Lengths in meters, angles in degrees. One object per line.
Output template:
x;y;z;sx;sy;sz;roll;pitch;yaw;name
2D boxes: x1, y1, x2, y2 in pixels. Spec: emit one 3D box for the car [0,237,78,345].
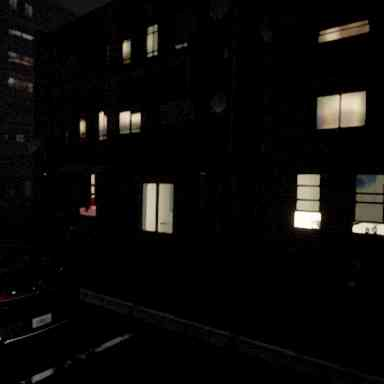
-3.779;1.455;5.731;4.403;1.369;2.008;1;2;36;car
